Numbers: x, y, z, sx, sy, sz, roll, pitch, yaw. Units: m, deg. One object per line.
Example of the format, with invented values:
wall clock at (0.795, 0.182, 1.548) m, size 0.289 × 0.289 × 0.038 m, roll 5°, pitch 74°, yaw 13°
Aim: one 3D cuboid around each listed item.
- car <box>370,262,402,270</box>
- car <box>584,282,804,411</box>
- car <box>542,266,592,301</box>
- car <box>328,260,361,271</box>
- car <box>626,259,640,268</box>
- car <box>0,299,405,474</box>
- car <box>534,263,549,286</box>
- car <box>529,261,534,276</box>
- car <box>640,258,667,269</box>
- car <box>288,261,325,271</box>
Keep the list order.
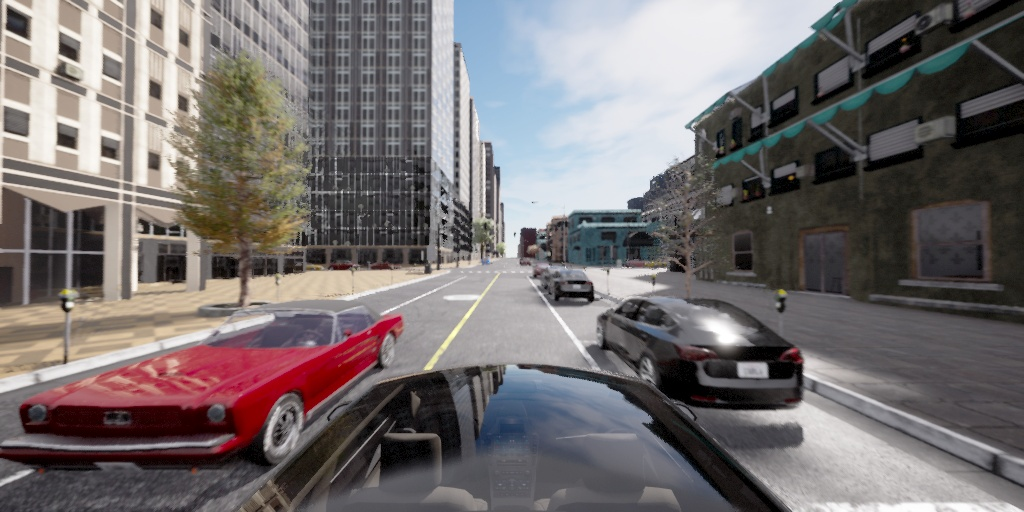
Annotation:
car at (-17.396, 1.413, 49.624) m, size 4.207 × 1.307 × 1.802 m, roll 0°, pitch 0°, yaw 1°
car at (2.694, 1.317, 6.105) m, size 1.948 × 1.339 × 4.313 m, roll 0°, pitch 0°, yaw 0°
car at (2.699, 1.319, 17.061) m, size 1.948 × 1.339 × 4.313 m, roll 0°, pitch 0°, yaw 0°
car at (-23.079, 1.325, 49.681) m, size 4.097 × 1.591 × 1.967 m, roll 0°, pitch 0°, yaw 1°
car at (18.683, 1.080, 51.962) m, size 4.181 × 1.385 × 1.994 m, roll -1°, pitch -1°, yaw 1°
car at (-3.099, 1.351, 5.026) m, size 1.895 × 1.301 × 4.718 m, roll 0°, pitch 0°, yaw 0°
car at (2.702, 1.304, 22.538) m, size 2.007 × 1.370 × 4.403 m, roll 0°, pitch 0°, yaw 0°
car at (2.831, 1.337, 33.491) m, size 1.802 × 1.307 × 4.207 m, roll 0°, pitch 0°, yaw 0°
car at (20.712, 0.996, 49.240) m, size 4.829 × 1.417 × 1.751 m, roll 0°, pitch 0°, yaw 1°
car at (-28.593, 1.465, 49.736) m, size 4.829 × 1.417 × 1.751 m, roll 0°, pitch 0°, yaw 1°
